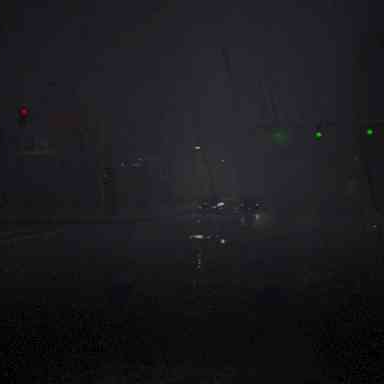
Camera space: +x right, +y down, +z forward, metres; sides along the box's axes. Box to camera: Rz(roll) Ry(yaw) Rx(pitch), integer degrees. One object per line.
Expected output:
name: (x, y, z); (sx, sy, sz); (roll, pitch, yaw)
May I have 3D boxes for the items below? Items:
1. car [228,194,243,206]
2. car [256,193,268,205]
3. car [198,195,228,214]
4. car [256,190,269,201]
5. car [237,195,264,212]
car: (5.299, 1.076, 45.216); (1.882, 1.535, 5.008); (-1, 1, 15)
car: (9.006, 1.150, 45.562); (1.895, 1.301, 4.718); (-1, 1, 15)
car: (1.882, 1.241, 31.896); (1.837, 1.490, 4.892); (-1, 1, 15)
car: (12.996, 0.622, 60.979); (2.150, 2.045, 5.566); (-1, 1, 15)
car: (6.117, 1.270, 34.292); (1.895, 1.301, 4.718); (-1, 0, 14)
